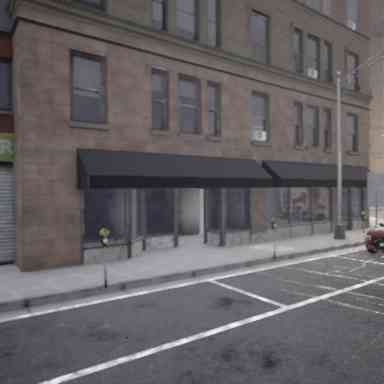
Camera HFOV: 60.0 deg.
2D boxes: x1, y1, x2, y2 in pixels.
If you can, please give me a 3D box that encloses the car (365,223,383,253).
[{"bbox_3d":[8.226,1.529,12.411,4.507,1.381,1.887,0,-1,-36],"label":"car"}]
